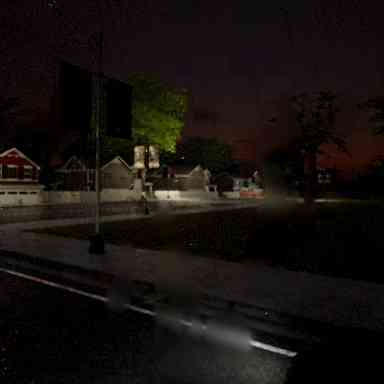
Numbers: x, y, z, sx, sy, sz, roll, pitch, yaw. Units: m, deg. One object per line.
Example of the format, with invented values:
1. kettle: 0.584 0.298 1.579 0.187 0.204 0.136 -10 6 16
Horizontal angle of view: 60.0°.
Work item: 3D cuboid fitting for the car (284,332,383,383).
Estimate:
1. car: 2.804 1.536 1.682 4.674 1.442 1.812 1 0 35
